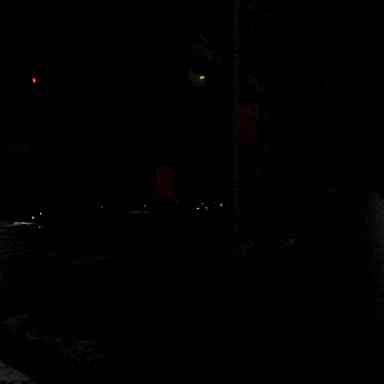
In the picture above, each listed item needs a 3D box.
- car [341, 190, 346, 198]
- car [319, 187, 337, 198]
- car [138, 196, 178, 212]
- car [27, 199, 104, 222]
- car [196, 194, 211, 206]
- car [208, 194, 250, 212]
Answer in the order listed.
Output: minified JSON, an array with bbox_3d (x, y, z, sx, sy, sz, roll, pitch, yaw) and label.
[{"bbox_3d":[28.278,0.378,59.977,1.837,1.490,4.892,0,1,34],"label":"car"},{"bbox_3d":[25.027,0.106,61.006,2.150,2.045,5.566,0,1,35],"label":"car"},{"bbox_3d":[-3.227,1.090,32.197,1.994,1.385,4.181,0,1,35],"label":"car"},{"bbox_3d":[-8.935,1.249,24.030,2.033,1.411,5.357,0,1,35],"label":"car"},{"bbox_3d":[2.720,0.896,40.711,2.033,1.411,5.357,0,1,36],"label":"car"},{"bbox_3d":[3.691,1.057,30.426,1.994,1.385,4.181,0,1,35],"label":"car"}]
